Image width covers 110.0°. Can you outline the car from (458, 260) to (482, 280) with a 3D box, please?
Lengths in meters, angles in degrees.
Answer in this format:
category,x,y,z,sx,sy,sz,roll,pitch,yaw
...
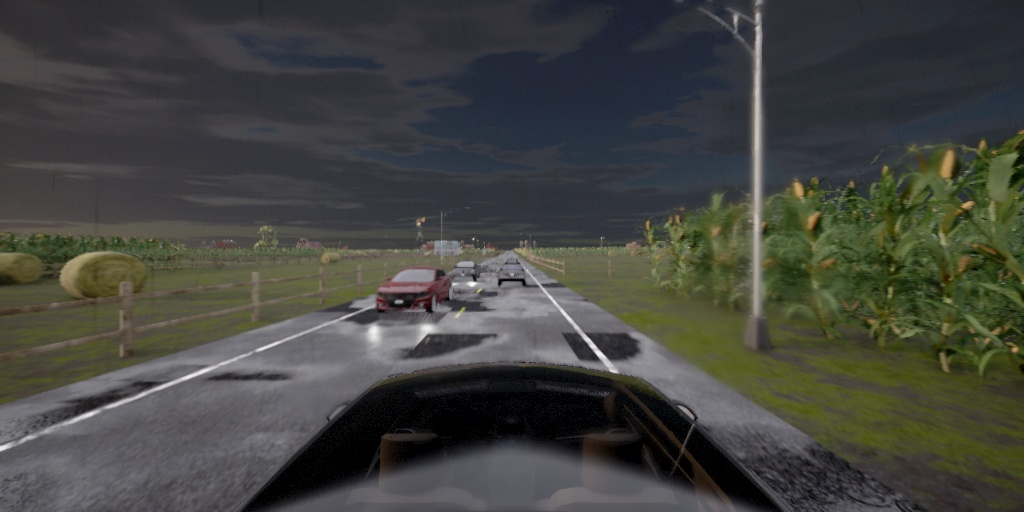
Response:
category,x,y,z,sx,sy,sz,roll,pitch,yaw
car,-3.507,1.060,27.912,1.812,1.442,4.674,0,0,0

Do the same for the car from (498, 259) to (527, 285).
category,x,y,z,sx,sy,sz,roll,pitch,yaw
car,0.003,1.119,23.749,2.033,1.411,5.357,0,1,0

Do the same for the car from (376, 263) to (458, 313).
category,x,y,z,sx,sy,sz,roll,pitch,yaw
car,-3.505,1.139,13.619,1.882,1.535,5.008,0,0,0
